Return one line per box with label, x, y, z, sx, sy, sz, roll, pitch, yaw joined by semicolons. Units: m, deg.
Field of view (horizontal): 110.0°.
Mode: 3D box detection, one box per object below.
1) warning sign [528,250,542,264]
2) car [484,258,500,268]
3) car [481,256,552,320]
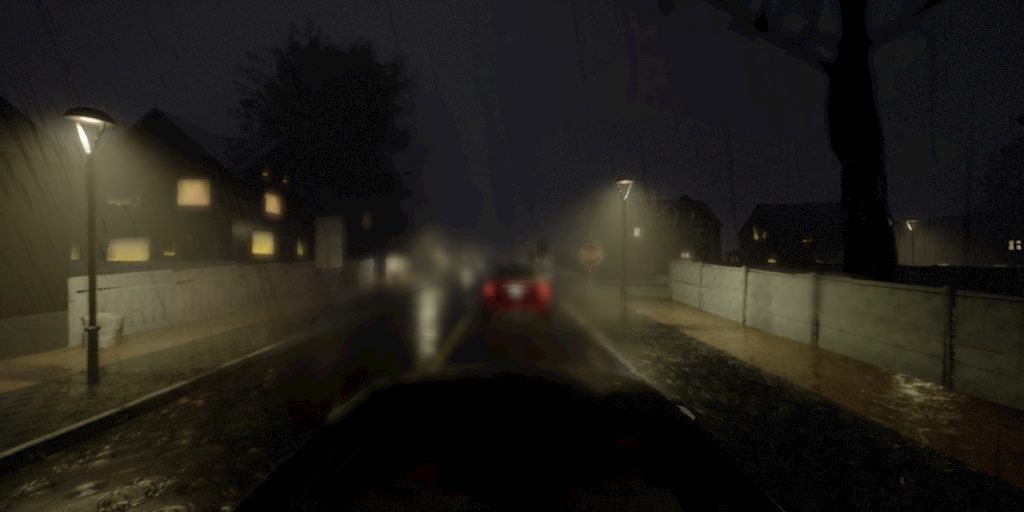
warning sign;2.520;0.555;42.008;1.300;1.860;1.060;0;0;0
car;-2.824;0.937;51.786;1.994;1.385;4.181;0;0;0
car;0.299;1.014;12.401;2.097;1.767;4.553;0;0;5
